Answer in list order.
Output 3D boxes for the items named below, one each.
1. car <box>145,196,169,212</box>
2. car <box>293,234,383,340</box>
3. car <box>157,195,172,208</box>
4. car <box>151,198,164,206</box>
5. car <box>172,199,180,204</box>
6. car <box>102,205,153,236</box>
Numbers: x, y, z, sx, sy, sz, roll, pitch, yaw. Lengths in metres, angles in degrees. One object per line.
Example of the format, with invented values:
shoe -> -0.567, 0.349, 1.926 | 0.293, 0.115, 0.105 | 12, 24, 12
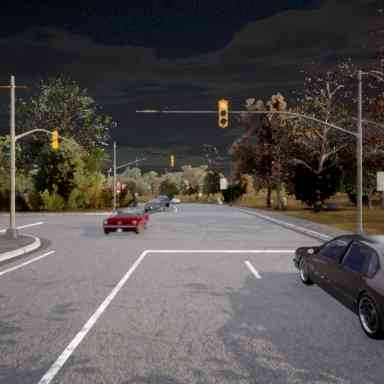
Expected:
car -> -4.176, 1.536, 38.219 | 1.837, 1.490, 4.892 | 0, 0, 4
car -> 3.609, 1.547, 6.472 | 2.033, 1.411, 5.357 | 0, 0, 0
car -> -4.704, 1.433, 52.843 | 2.150, 2.045, 5.566 | 0, -1, -6
car -> -7.239, 2.057, 69.081 | 2.128, 1.511, 4.902 | 0, -1, -13
car -> -4.423, 2.365, 83.323 | 1.812, 1.442, 4.674 | 0, -1, -22
car -> -3.586, 1.602, 18.716 | 1.895, 1.301, 4.718 | 0, 0, 0
